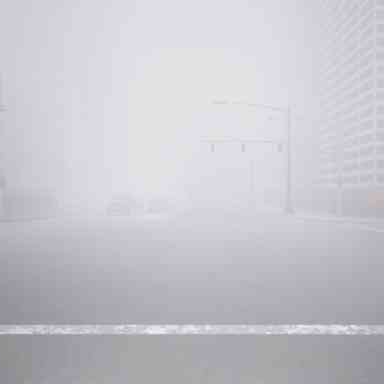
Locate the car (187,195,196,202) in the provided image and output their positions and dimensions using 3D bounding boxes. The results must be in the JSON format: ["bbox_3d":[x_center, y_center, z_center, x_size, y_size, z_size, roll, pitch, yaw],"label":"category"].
[{"bbox_3d":[-0.150,1.382,74.397,1.994,1.385,4.181,0,0,0],"label":"car"}]

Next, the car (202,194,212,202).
[{"bbox_3d":[3.353,1.355,74.548,2.097,1.767,4.553,0,0,0],"label":"car"}]

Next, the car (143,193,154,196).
[{"bbox_3d":[-7.200,1.221,55.283,2.150,2.045,5.566,0,0,0],"label":"car"}]

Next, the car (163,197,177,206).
[{"bbox_3d":[-3.701,1.564,56.459,1.994,1.385,4.181,0,0,0],"label":"car"}]

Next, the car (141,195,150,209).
[{"bbox_3d":[-7.191,1.547,44.759,2.033,1.411,5.357,0,0,0],"label":"car"}]

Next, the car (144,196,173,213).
[{"bbox_3d":[-3.676,1.492,37.430,2.128,1.511,4.902,0,0,0],"label":"car"}]

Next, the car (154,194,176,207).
[{"bbox_3d":[-3.690,1.352,46.646,2.097,1.767,4.553,0,0,0],"label":"car"}]

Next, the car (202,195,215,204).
[{"bbox_3d":[3.466,1.526,64.646,1.812,1.442,4.674,0,0,0],"label":"car"}]

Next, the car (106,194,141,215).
[{"bbox_3d":[-7.152,1.221,34.507,2.150,2.045,5.566,0,0,2],"label":"car"}]

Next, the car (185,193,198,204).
[{"bbox_3d":[-0.128,1.221,63.726,2.150,2.045,5.566,0,0,0],"label":"car"}]
